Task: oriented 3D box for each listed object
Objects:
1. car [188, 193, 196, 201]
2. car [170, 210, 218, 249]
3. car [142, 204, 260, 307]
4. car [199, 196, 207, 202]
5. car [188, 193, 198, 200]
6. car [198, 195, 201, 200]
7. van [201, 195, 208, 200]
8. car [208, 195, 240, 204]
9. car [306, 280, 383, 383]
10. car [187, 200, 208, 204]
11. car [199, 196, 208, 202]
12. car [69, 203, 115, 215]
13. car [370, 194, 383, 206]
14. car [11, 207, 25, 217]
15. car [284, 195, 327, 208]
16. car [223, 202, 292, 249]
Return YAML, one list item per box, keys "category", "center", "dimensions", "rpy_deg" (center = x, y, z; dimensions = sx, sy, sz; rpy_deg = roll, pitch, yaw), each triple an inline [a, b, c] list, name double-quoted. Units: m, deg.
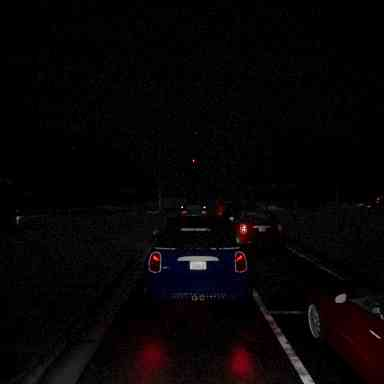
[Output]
- category: "car"
  center: [0.045, 1.371, 92.197]
  dimensions: [2.150, 2.045, 5.566]
  rpy_deg: [0, 0, 0]
- category: "car"
  center: [0.102, 1.603, 15.491]
  dimensions: [1.895, 1.301, 4.718]
  rpy_deg: [0, 0, 0]
- category: "car"
  center: [0.073, 1.352, 8.156]
  dimensions: [2.097, 1.767, 4.553]
  rpy_deg: [0, 0, -1]
- category: "car"
  center: [2.668, 1.664, 84.010]
  dimensions: [1.887, 1.381, 4.507]
  rpy_deg: [-1, 0, 0]
- category: "car"
  center: [0.038, 1.450, 75.455]
  dimensions: [2.097, 1.767, 4.553]
  rpy_deg: [0, 0, 0]
- category: "car"
  center: [2.652, 1.366, 56.978]
  dimensions: [2.192, 1.841, 5.009]
  rpy_deg: [-1, 0, 0]
- category: "van"
  center: [2.650, 1.382, 51.572]
  dimensions: [1.690, 1.788, 3.998]
  rpy_deg: [-1, 0, 0]
- category: "car"
  center: [2.638, 1.323, 25.210]
  dimensions: [2.192, 1.841, 5.009]
  rpy_deg: [-1, 0, 0]
- category: "car"
  center: [2.631, 1.581, 3.601]
  dimensions: [1.802, 1.307, 4.206]
  rpy_deg: [-1, 0, 0]
- category: "car"
  center: [0.114, 1.572, 25.503]
  dimensions: [1.994, 1.385, 4.181]
  rpy_deg: [0, 0, -1]
- category: "car"
  center: [2.665, 1.654, 78.603]
  dimensions: [2.008, 1.369, 4.403]
  rpy_deg: [-1, 0, 0]
- category: "car"
  center: [-10.995, 1.895, 36.949]
  dimensions: [4.718, 1.301, 1.895]
  rpy_deg: [-2, 1, 0]
- category: "car"
  center: [23.874, 0.732, 39.902]
  dimensions: [4.553, 1.767, 2.097]
  rpy_deg: [-1, 1, 0]
- category: "car"
  center: [-21.121, 2.115, 36.962]
  dimensions: [4.674, 1.442, 1.812]
  rpy_deg: [-2, 1, 0]
- category: "car"
  center: [13.590, 1.132, 39.904]
  dimensions: [4.892, 1.490, 1.837]
  rpy_deg: [-1, 1, 0]
- category: "car"
  center: [2.634, 1.441, 14.406]
  dimensions: [1.967, 1.590, 4.097]
  rpy_deg: [-1, 0, 0]
